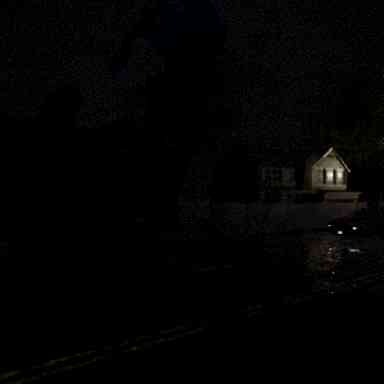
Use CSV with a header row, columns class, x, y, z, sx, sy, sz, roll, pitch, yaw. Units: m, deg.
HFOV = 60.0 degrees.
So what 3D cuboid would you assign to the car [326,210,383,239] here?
class,x,y,z,sx,sy,sz,roll,pitch,yaw
car,9.789,1.725,18.665,5.357,1.411,2.033,1,0,-36
